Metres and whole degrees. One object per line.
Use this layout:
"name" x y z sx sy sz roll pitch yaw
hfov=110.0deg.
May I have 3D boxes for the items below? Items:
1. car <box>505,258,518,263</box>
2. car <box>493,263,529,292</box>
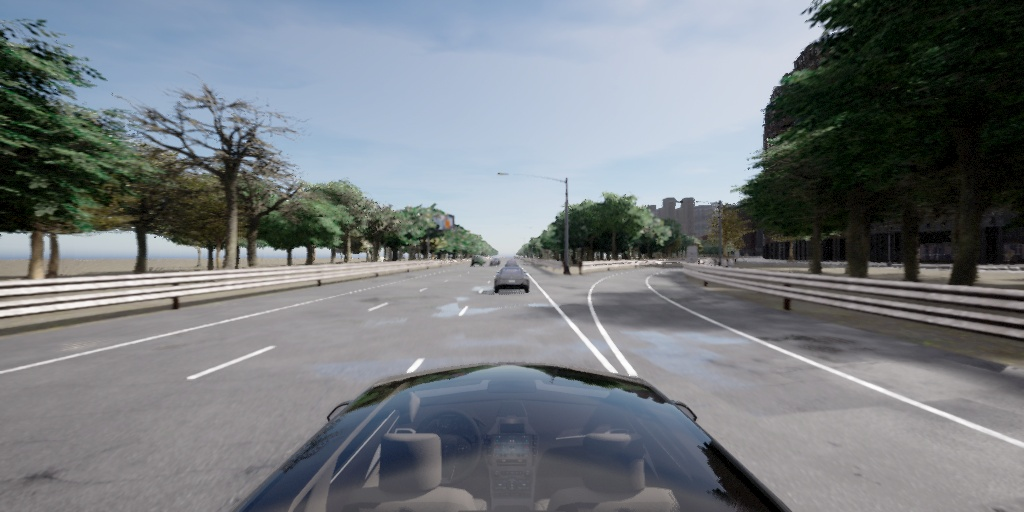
"car" -0.025 1.332 51.365 1.994 1.385 4.181 0 0 0
"car" -0.013 1.314 21.204 1.994 1.385 4.181 0 0 0
